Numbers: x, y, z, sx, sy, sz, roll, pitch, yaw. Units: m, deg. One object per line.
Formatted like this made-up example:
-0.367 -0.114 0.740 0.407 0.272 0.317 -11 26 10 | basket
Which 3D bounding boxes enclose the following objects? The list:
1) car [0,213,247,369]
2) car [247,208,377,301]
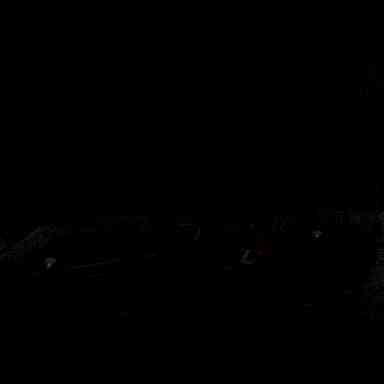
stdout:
-1.734 1.328 5.409 5.009 1.841 2.192 1 0 -35 | car
2.833 1.372 8.664 5.009 1.841 2.192 1 0 -35 | car
